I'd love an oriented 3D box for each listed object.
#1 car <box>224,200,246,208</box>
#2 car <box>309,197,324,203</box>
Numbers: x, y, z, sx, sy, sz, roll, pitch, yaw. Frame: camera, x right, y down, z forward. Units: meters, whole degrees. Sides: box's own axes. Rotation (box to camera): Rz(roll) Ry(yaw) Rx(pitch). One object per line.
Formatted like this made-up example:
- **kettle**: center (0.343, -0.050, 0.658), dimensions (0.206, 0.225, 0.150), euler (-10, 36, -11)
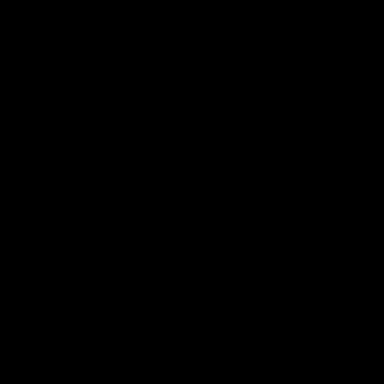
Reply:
- **car**: center (7.022, 1.899, 54.890), dimensions (1.895, 1.301, 4.718), euler (-1, -1, 36)
- **car**: center (30.723, 1.983, 83.216), dimensions (2.097, 1.767, 4.553), euler (-1, -1, 36)
